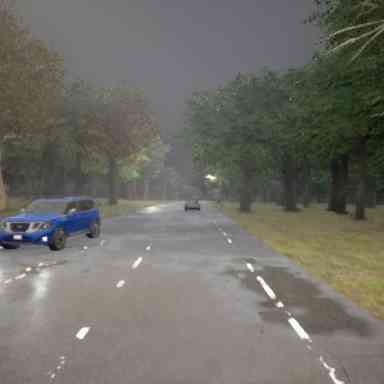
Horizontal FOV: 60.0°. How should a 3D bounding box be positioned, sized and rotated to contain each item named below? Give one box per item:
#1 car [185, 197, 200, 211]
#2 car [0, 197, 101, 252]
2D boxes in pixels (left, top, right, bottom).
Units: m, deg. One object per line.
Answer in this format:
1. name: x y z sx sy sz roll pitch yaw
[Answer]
1. car: 0.069 1.651 42.731 1.994 1.385 4.181 0 0 0
2. car: -5.831 1.239 14.466 2.150 2.045 5.566 0 0 7
